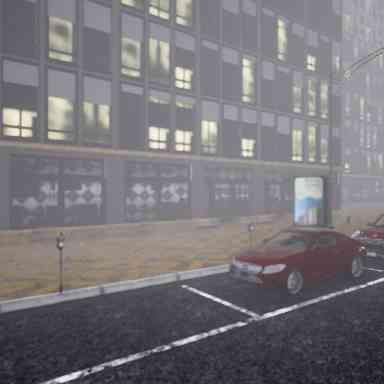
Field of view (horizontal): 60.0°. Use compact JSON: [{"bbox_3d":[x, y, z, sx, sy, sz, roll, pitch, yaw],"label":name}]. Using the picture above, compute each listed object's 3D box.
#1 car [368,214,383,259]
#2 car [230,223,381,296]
[{"bbox_3d":[7.399,1.478,11.842,4.097,1.590,1.967,0,0,-36],"label":"car"},{"bbox_3d":[2.881,1.603,8.617,4.206,1.307,1.802,0,0,-36],"label":"car"}]
